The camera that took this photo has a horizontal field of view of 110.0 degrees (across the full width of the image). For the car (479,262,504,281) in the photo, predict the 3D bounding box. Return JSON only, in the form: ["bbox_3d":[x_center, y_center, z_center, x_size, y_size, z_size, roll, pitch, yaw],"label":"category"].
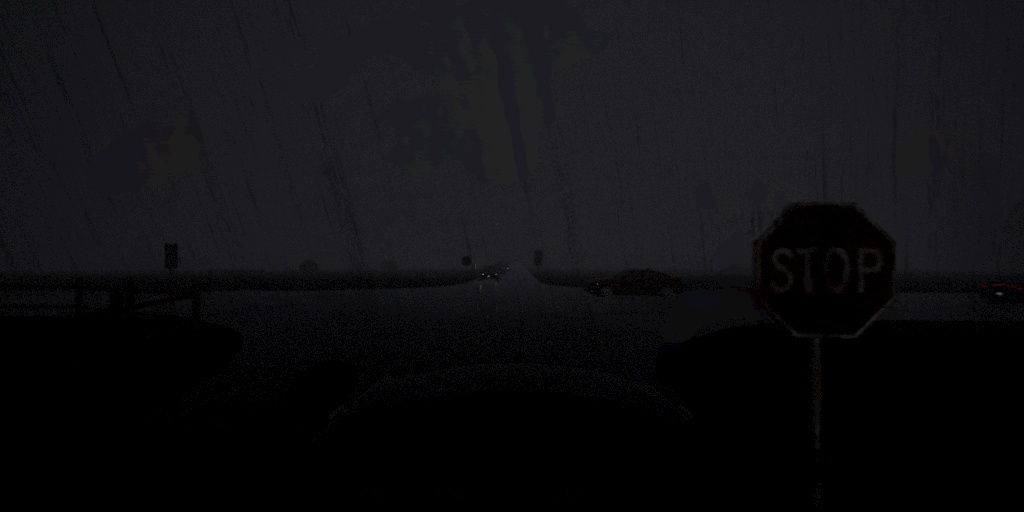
[{"bbox_3d":[-2.164,1.683,36.535,1.837,1.490,4.892,0,0,2],"label":"car"}]

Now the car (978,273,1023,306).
[{"bbox_3d":[23.052,1.441,15.118,5.008,1.535,1.882,0,0,1],"label":"car"}]

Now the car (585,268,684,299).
[{"bbox_3d":[6.463,1.430,19.192,5.008,1.535,1.882,0,0,1],"label":"car"}]

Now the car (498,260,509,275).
[{"bbox_3d":[-1.898,1.700,50.010,2.097,1.767,4.553,0,-1,1],"label":"car"}]
